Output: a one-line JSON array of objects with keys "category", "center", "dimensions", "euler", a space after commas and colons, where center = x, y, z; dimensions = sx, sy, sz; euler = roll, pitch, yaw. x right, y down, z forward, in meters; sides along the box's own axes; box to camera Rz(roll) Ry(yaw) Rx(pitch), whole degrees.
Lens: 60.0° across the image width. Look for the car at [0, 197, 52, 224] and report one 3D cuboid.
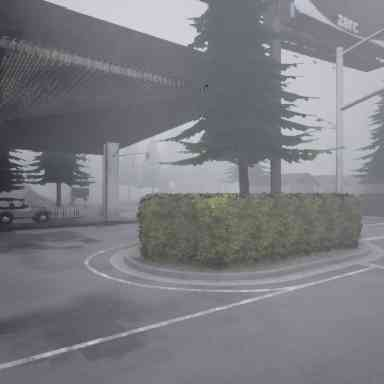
[{"category": "car", "center": [-12.063, 1.313, 23.421], "dimensions": [3.866, 1.878, 1.905], "euler": [0, 0, -36]}]
